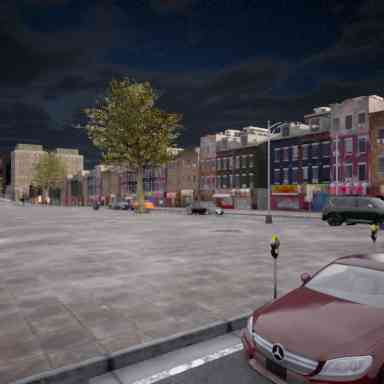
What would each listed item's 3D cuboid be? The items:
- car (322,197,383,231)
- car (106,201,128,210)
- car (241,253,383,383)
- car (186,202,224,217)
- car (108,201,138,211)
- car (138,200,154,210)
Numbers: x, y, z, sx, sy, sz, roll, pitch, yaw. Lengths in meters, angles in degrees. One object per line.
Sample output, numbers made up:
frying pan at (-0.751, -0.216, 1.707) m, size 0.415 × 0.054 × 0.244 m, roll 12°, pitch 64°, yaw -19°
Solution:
car at (11.103, 1.327, 21.249) m, size 2.150 × 2.045 × 5.566 m, roll 0°, pitch -1°, yaw -36°
car at (-13.826, 2.396, 61.054) m, size 2.128 × 1.511 × 4.902 m, roll 0°, pitch -1°, yaw -35°
car at (2.572, 1.582, 4.638) m, size 4.206 × 1.307 × 1.802 m, roll 0°, pitch 0°, yaw -35°
car at (1.295, 1.813, 34.914) m, size 2.128 × 1.511 × 4.902 m, roll 0°, pitch -1°, yaw -36°
car at (-10.903, 2.260, 52.092) m, size 2.033 × 1.411 × 5.357 m, roll 0°, pitch -1°, yaw -36°
car at (-7.951, 2.040, 52.868) m, size 2.097 × 1.767 × 4.553 m, roll 0°, pitch -1°, yaw -36°
